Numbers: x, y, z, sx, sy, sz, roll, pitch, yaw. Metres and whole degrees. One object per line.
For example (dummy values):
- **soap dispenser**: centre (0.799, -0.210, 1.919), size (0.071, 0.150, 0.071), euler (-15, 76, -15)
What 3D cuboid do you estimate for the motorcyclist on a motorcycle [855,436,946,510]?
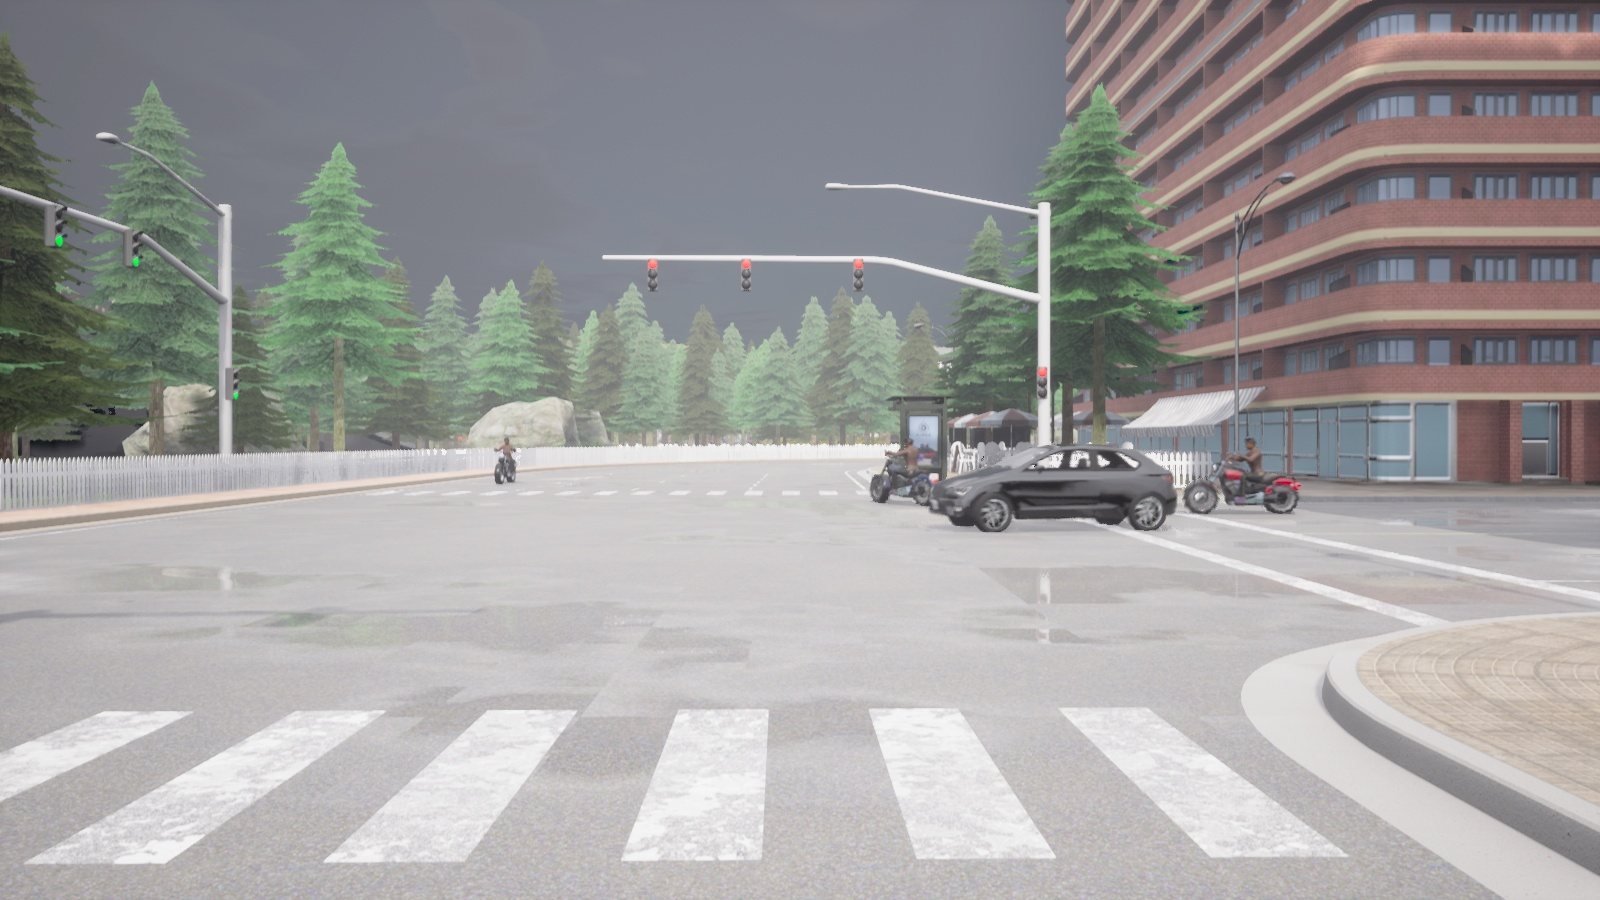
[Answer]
- **motorcyclist on a motorcycle**: centre (2.354, 0.520, 29.736), size (0.766, 1.649, 2.350), euler (2, 0, -37)

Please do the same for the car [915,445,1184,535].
- **car**: centre (4.261, 0.653, 21.749), size (4.193, 1.474, 1.816), euler (0, 0, -11)

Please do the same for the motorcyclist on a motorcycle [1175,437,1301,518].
- **motorcyclist on a motorcycle**: centre (9.062, 0.571, 26.048), size (2.350, 1.649, 0.766), euler (0, 0, 3)

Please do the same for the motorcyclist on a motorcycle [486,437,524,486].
- **motorcyclist on a motorcycle**: centre (-10.243, 0.372, 43.653), size (0.766, 1.649, 2.350), euler (0, 1, 0)
